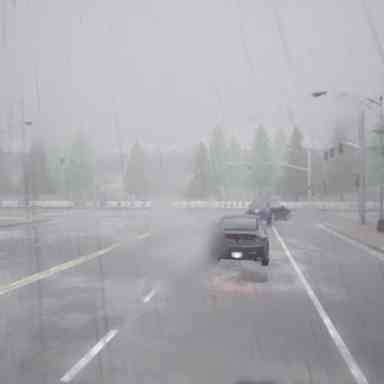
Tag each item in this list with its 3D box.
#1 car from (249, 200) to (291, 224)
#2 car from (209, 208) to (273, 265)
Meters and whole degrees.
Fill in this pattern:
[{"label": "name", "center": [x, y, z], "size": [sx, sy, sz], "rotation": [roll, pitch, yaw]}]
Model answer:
[{"label": "car", "center": [5.977, 1.437, 25.818], "size": [2.097, 1.767, 4.553], "rotation": [0, 0, 37]}, {"label": "car", "center": [1.753, 1.549, 11.915], "size": [1.837, 1.490, 4.892], "rotation": [0, 0, 11]}]
